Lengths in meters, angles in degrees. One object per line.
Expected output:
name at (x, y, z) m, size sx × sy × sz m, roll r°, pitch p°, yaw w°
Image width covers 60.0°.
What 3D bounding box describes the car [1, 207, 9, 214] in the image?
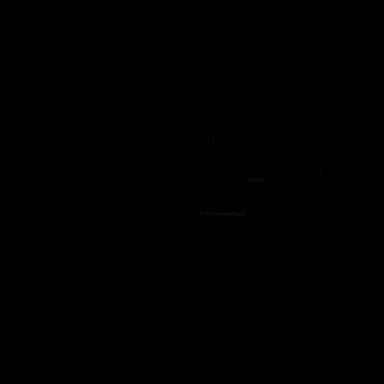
car at (-26.969, 2.169, 43.618) m, size 2.033 × 1.411 × 5.357 m, roll 1°, pitch -1°, yaw 35°
